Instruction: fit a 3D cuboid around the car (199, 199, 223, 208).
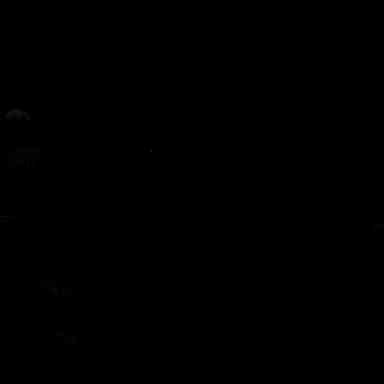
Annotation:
[{"bbox_3d":[3.344,1.952,57.678,2.033,1.411,5.357,1,0,36],"label":"car"}]
